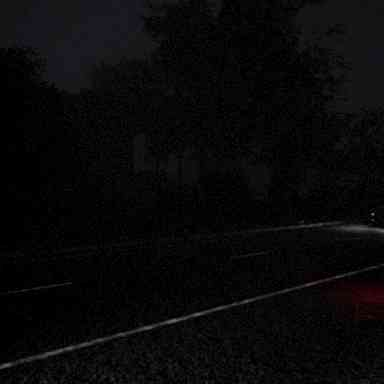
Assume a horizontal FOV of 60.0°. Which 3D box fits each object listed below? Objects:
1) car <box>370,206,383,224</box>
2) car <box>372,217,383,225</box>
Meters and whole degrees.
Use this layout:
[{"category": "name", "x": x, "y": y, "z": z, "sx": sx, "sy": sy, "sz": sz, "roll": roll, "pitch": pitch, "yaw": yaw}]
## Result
[{"category": "car", "x": 14.057, "y": 1.448, "z": 22.628, "sx": 5.008, "sy": 1.535, "sz": 1.882, "roll": 0, "pitch": 0, "yaw": -35}, {"category": "car", "x": 6.995, "y": 1.465, "z": 8.742, "sx": 5.008, "sy": 1.535, "sz": 1.882, "roll": 0, "pitch": 0, "yaw": -36}]
